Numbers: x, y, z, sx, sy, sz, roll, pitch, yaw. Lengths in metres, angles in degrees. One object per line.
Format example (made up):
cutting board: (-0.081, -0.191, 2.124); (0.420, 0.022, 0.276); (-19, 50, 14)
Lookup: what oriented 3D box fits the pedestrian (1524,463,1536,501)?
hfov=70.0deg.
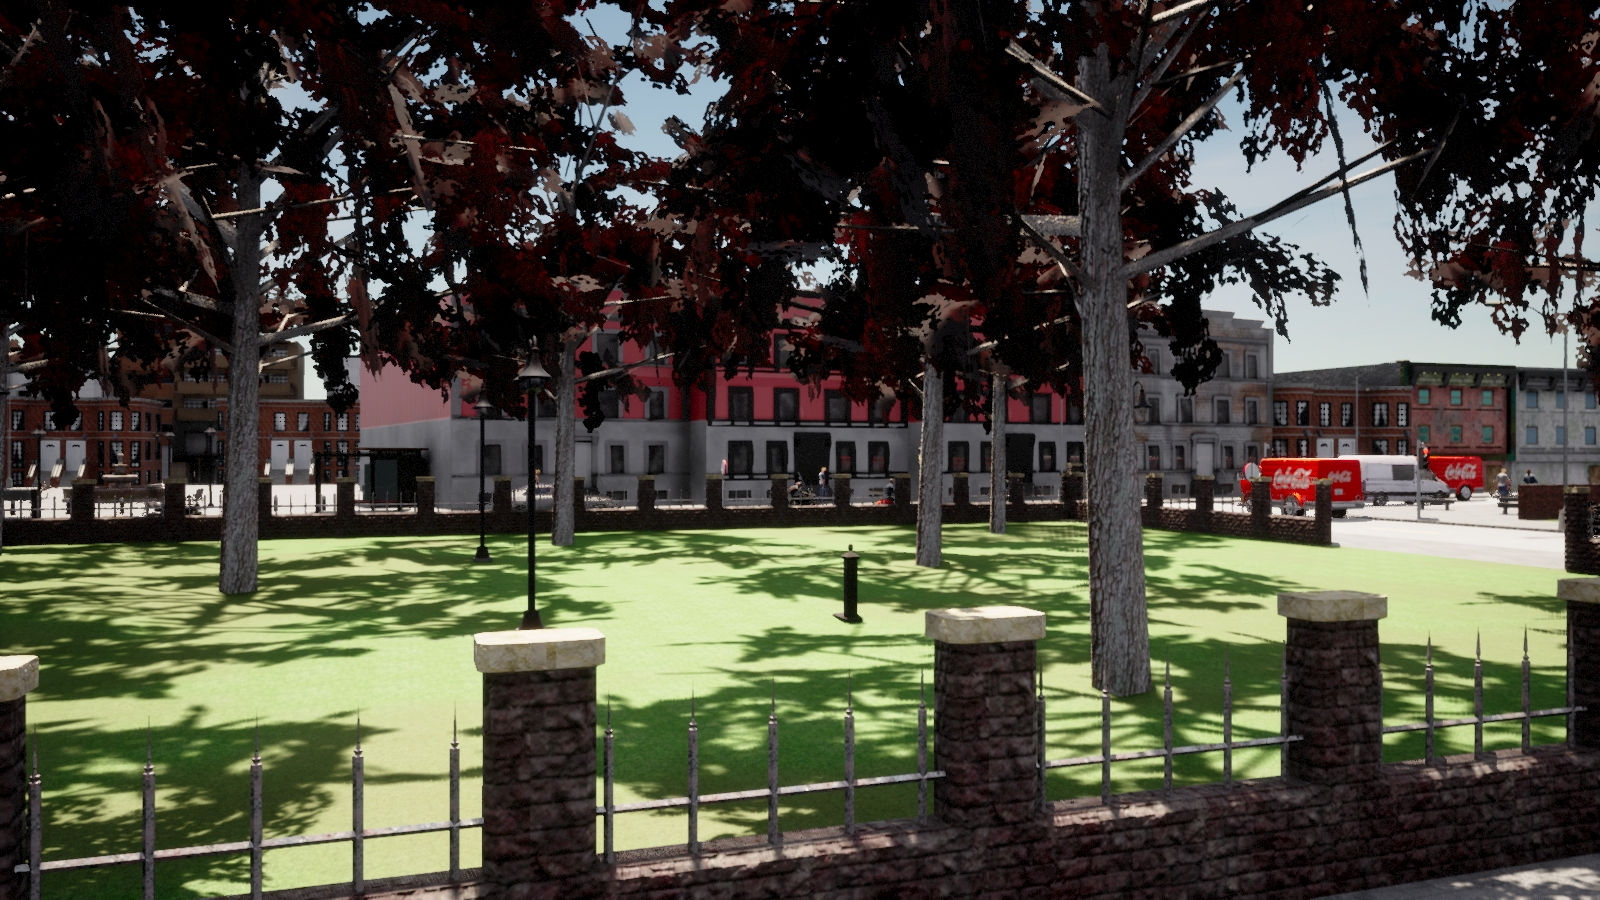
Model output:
pedestrian: (35.200, 1.537, 55.097); (0.375, 1.860, 0.375); (0, 0, -31)

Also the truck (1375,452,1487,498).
truck: (35.004, 1.368, 63.458); (5.204, 2.467, 2.627); (0, 0, -19)

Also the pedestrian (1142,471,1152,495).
pedestrian: (19.187, 1.817, 63.165); (0.375, 1.300, 0.375); (0, 0, -29)

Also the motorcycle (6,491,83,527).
motorcycle: (-25.483, 1.988, 38.593); (2.033, 1.145, 0.803); (0, 0, -19)

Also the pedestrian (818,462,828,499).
pedestrian: (1.149, 1.530, 57.196); (0.375, 1.860, 0.375); (0, 0, -19)

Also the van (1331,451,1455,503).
van: (30.101, 1.332, 57.974); (5.915, 2.561, 1.988); (0, 0, -18)

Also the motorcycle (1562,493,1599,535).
motorcycle: (25.067, 1.999, 35.479); (0.867, 1.251, 2.209); (0, 0, -22)

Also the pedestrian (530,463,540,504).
pedestrian: (-12.155, 1.527, 52.467); (0.375, 1.860, 0.375); (0, 0, -26)

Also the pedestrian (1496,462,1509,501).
pedestrian: (33.940, 1.534, 55.183); (0.375, 1.860, 0.375); (0, 0, -22)

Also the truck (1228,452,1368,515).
truck: (20.750, 1.355, 47.900); (2.627, 2.467, 5.204); (0, 0, -17)

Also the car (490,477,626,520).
car: (-9.356, 1.830, 44.092); (4.902, 1.511, 2.128); (0, 0, -19)

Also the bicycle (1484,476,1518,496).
bicycle: (40.048, 2.056, 65.244); (1.487, 1.080, 0.859); (3, -1, -18)

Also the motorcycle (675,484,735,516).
motorcycle: (-3.794, 1.989, 45.723); (2.209, 1.251, 0.867); (0, 0, -22)
